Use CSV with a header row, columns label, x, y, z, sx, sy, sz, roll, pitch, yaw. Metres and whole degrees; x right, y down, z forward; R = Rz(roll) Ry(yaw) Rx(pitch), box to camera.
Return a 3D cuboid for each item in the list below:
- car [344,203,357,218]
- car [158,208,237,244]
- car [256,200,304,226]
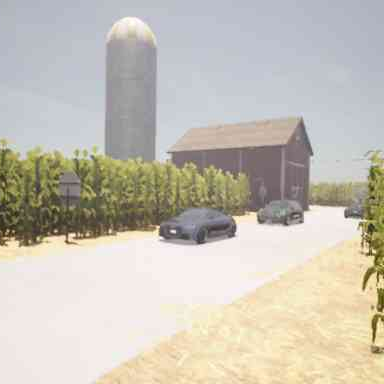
label,x,y,z,sx,sy,sz,roll,pitch,yaw
car,15.320,1.694,30.541,1.994,1.385,4.181,1,1,35
car,0.381,1.439,15.142,1.994,1.385,4.181,1,0,35
car,6.297,1.345,23.478,2.097,1.767,4.553,1,0,35
